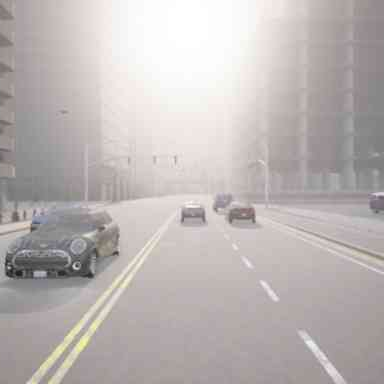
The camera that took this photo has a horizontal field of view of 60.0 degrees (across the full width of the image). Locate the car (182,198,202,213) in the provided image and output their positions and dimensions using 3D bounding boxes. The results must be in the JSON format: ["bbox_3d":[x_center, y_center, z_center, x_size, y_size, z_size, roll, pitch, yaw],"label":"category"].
[{"bbox_3d":[-0.076,1.489,38.257,2.033,1.411,5.357,0,0,-3],"label":"car"}]

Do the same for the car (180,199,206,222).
[{"bbox_3d":[0.098,1.456,26.249,2.128,1.511,4.902,0,0,0],"label":"car"}]

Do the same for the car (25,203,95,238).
[{"bbox_3d":[-7.051,1.452,18.466,1.882,1.535,5.008,0,0,1],"label":"car"}]

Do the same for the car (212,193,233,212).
[{"bbox_3d":[3.574,1.161,38.459,2.150,2.045,5.566,0,0,0],"label":"car"}]

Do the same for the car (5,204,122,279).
[{"bbox_3d":[-3.587,1.337,10.099,2.097,1.767,4.553,0,0,0],"label":"car"}]

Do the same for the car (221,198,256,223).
[{"bbox_3d":[3.549,1.443,25.150,1.882,1.535,5.008,0,0,0],"label":"car"}]
